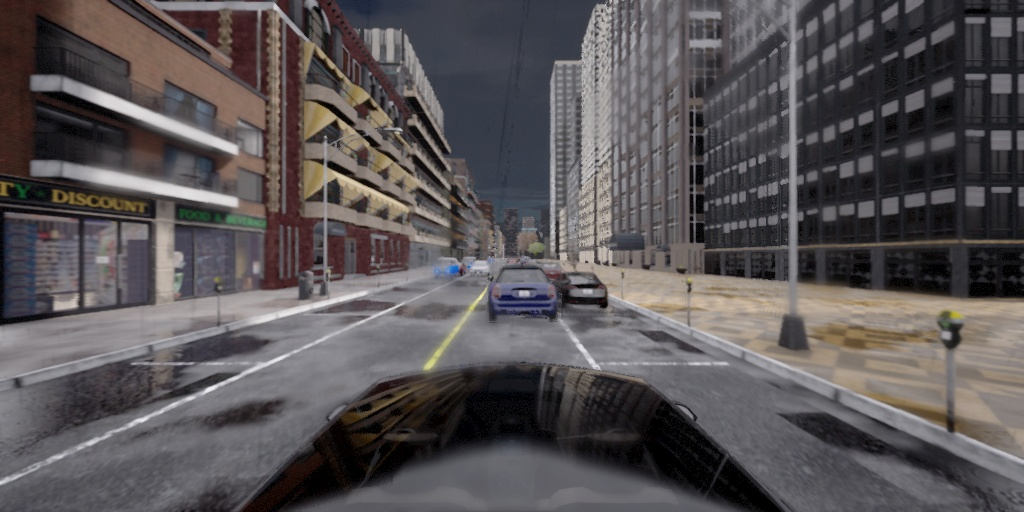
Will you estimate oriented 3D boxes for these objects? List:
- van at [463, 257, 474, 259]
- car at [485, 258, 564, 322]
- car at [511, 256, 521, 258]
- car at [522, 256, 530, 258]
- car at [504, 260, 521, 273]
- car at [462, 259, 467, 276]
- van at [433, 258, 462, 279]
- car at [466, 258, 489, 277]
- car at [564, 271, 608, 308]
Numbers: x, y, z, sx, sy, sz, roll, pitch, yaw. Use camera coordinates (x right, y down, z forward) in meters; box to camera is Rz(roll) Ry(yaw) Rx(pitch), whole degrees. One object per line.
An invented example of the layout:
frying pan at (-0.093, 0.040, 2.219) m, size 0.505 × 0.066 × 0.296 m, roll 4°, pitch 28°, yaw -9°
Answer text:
van at (-5.702, 1.039, 47.916) m, size 1.690 × 1.789 × 3.998 m, roll 0°, pitch 0°, yaw 0°
car at (0.247, 1.086, 12.338) m, size 2.097 × 1.767 × 4.553 m, roll 0°, pitch 0°, yaw -3°
car at (0.083, 1.043, 64.001) m, size 2.097 × 1.767 × 4.553 m, roll 0°, pitch 0°, yaw 0°
car at (2.679, 1.138, 47.918) m, size 1.967 × 1.591 × 4.097 m, roll 0°, pitch 0°, yaw 0°
car at (0.089, 1.265, 43.877) m, size 1.994 × 1.385 × 4.181 m, roll 0°, pitch 0°, yaw 0°
car at (-5.699, 1.253, 36.872) m, size 1.888 × 1.381 × 4.507 m, roll 0°, pitch 0°, yaw 0°
van at (-5.698, 1.054, 31.349) m, size 1.690 × 1.789 × 3.998 m, roll 0°, pitch 0°, yaw 0°
car at (-3.097, 1.234, 35.524) m, size 1.812 × 1.442 × 4.674 m, roll 0°, pitch 0°, yaw 0°
car at (2.688, 1.297, 14.781) m, size 1.948 × 1.339 × 4.313 m, roll 0°, pitch 0°, yaw 0°
